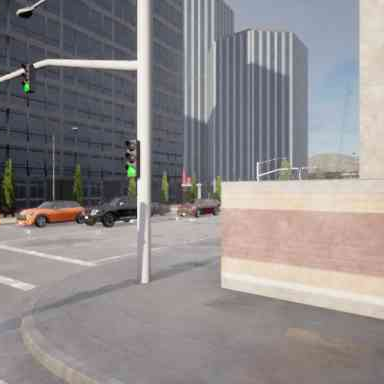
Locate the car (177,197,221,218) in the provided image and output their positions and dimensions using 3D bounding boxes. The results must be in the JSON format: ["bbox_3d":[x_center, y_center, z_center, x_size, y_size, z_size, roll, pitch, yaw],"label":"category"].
[{"bbox_3d":[0.595,1.404,31.473,2.097,1.767,4.553,0,0,36],"label":"car"}]

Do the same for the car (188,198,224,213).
[{"bbox_3d":[1.760,1.556,39.082,1.837,1.490,4.892,0,0,36],"label":"car"}]

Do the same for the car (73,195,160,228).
[{"bbox_3d":[-5.132,1.273,23.502,2.150,2.045,5.566,0,0,36],"label":"car"}]

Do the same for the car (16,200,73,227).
[{"bbox_3d":[-9.688,1.403,23.155,2.097,1.767,4.553,0,0,36],"label":"car"}]

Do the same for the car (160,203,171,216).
[{"bbox_3d":[-4.164,1.599,30.851,2.033,1.411,5.357,0,0,36],"label":"car"}]
